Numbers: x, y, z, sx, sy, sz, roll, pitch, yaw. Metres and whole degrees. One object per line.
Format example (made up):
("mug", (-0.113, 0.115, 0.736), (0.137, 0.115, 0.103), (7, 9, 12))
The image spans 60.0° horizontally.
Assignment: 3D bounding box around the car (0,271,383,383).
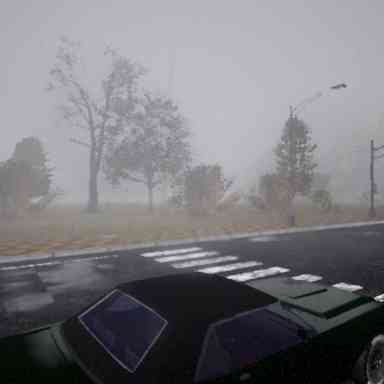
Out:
("car", (0.321, 1.593, 3.592), (4.718, 1.301, 1.895), (0, 0, -35))
